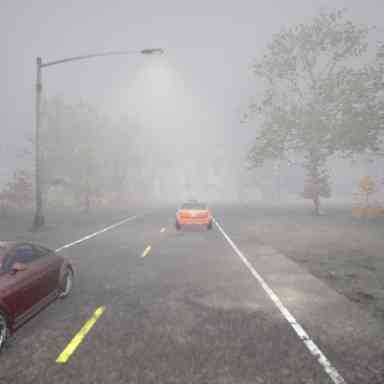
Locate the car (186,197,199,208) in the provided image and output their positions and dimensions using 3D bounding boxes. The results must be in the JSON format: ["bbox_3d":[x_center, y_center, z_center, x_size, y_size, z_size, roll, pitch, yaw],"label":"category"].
[{"bbox_3d":[0.121,1.548,50.928,1.882,1.535,5.008,0,0,0],"label":"car"}]

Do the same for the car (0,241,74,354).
[{"bbox_3d":[-3.592,1.572,5.645,1.994,1.385,4.181,0,0,0],"label":"car"}]

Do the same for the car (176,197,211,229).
[{"bbox_3d":[0.108,1.382,21.773,2.097,1.767,4.553,0,0,0],"label":"car"}]
